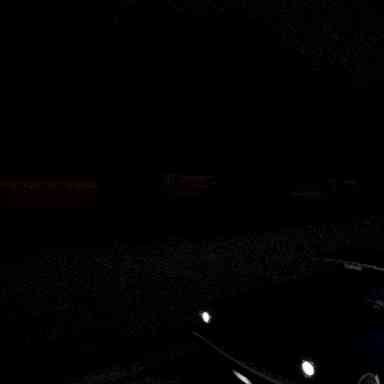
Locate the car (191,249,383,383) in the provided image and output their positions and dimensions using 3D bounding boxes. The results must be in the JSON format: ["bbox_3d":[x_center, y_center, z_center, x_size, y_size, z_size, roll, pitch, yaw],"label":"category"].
[{"bbox_3d":[2.335,1.588,4.680,4.718,1.301,1.895,0,0,-35],"label":"car"}]
